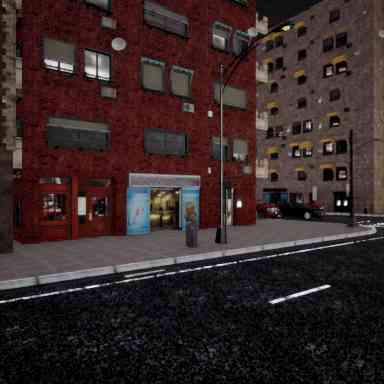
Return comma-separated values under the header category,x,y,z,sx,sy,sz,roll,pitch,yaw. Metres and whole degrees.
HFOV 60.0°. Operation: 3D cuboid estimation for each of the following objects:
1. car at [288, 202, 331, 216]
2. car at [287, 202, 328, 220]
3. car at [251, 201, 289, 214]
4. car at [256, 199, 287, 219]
category,x,y,z,sx,sy,sz,roll,pitch,yaw
car,13.016,1.847,37.181,1.802,1.307,4.206,-1,0,-37
car,9.999,1.712,31.365,1.882,1.535,5.008,0,-1,-37
car,9.663,1.901,41.627,1.947,1.339,4.313,-1,0,-37
car,6.086,1.588,32.003,2.192,1.841,5.009,-1,0,-37
